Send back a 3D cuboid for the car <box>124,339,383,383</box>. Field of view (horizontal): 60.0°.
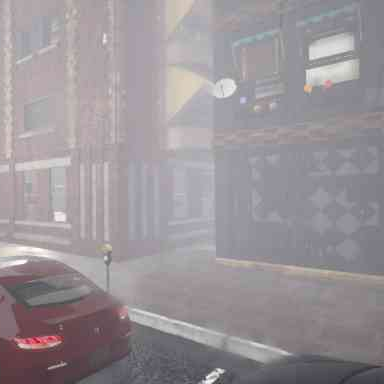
[{"bbox_3d":[1.941,1.566,1.464,4.313,1.339,1.947,0,-1,35],"label":"car"}]

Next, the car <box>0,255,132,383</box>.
[{"bbox_3d":[-2.670,1.583,4.741,4.206,1.307,1.802,0,-1,35],"label":"car"}]
